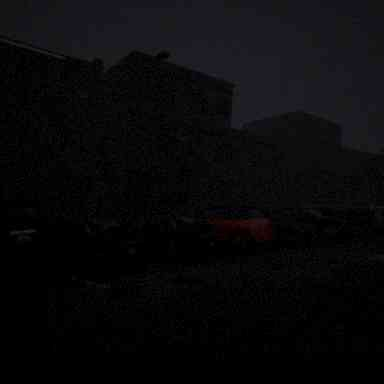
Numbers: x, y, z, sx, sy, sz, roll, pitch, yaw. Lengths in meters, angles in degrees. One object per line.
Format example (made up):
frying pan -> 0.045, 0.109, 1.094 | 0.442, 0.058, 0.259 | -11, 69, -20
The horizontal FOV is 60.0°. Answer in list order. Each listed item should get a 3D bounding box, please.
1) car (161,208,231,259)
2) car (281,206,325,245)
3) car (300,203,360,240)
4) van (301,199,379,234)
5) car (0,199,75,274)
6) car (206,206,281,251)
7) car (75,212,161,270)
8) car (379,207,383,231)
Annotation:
car -> -1.300, 1.493, 12.652 | 4.892, 1.521, 2.231 | -1, -1, 35
car -> 3.510, 1.565, 16.038 | 4.792, 1.488, 2.163 | -1, -1, 35
car -> 5.873, 1.566, 17.750 | 5.008, 1.535, 2.097 | -1, -1, 35
van -> 8.178, 1.378, 19.507 | 4.442, 1.987, 1.878 | -1, -1, 35
car -> -6.114, 1.222, 9.269 | 5.566, 2.045, 2.435 | -1, -1, 35
car -> 1.111, 1.384, 14.335 | 4.553, 1.767, 2.185 | -1, -1, 35
car -> -3.694, 1.478, 10.949 | 4.892, 1.521, 2.231 | -1, -1, 35
car -> 10.669, 1.686, 21.132 | 4.674, 1.452, 2.002 | -1, -2, 35
